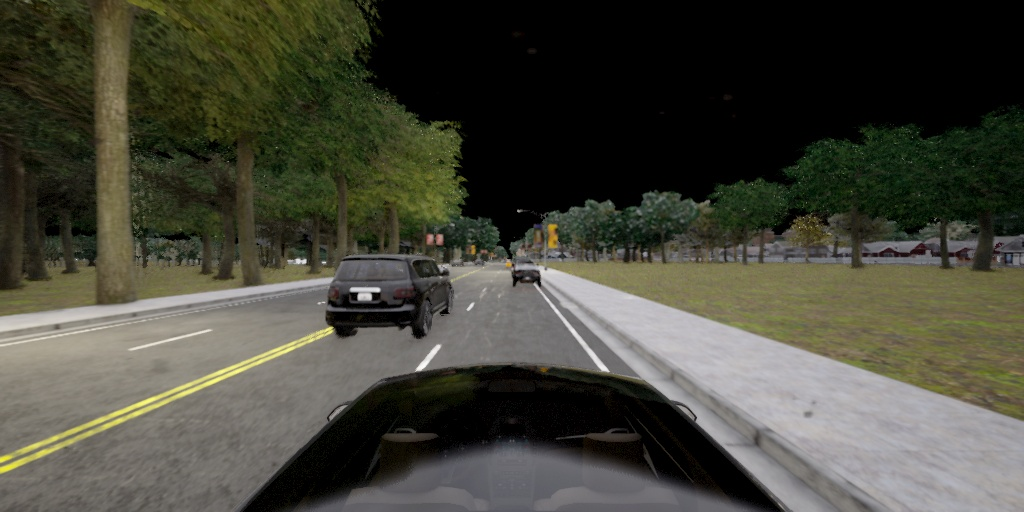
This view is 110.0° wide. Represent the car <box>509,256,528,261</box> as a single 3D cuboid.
[{"bbox_3d":[0.961,1.119,34.844,2.097,1.767,4.553,0,0,0],"label":"car"}]

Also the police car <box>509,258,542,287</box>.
[{"bbox_3d":[0.965,1.185,24.983,1.930,1.638,5.238,0,0,0],"label":"police car"}]

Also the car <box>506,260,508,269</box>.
[{"bbox_3d":[-0.023,1.294,60.019,1.882,1.535,5.008,0,0,0],"label":"car"}]

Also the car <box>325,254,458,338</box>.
[{"bbox_3d":[-3.154,0.973,10.365,2.150,2.045,5.566,0,0,0],"label":"car"}]

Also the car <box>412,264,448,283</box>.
[{"bbox_3d":[-6.606,1.363,29.544,1.895,1.301,4.718,0,0,0],"label":"car"}]
